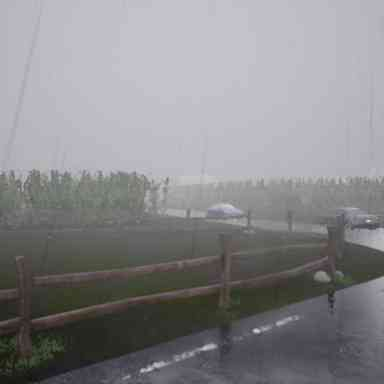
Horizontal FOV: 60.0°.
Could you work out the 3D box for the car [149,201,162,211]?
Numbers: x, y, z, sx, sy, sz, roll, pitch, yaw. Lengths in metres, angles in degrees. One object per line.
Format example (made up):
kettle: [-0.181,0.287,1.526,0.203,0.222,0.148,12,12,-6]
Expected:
car: [-5.851,1.978,48.192,1.837,1.490,4.892,0,-1,-26]

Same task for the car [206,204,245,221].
car: [2.849,1.774,29.761,1.812,1.442,4.674,0,0,-25]

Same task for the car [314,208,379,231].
car: [9.760,1.694,21.415,1.994,1.385,4.181,-1,-1,-17]
